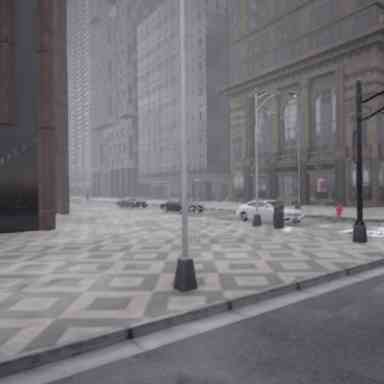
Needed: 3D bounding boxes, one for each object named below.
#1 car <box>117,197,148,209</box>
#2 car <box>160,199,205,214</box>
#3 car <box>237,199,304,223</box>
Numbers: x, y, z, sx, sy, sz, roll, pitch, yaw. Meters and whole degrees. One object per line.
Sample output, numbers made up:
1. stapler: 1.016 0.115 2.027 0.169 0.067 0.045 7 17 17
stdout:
1. car: -6.744 1.226 37.601 1.895 1.301 4.718 -1 1 -35
2. car: -0.890 1.253 29.291 1.895 1.301 4.718 -1 1 -35
3. car: 4.835 1.209 21.151 1.812 1.442 4.674 -1 1 -36
